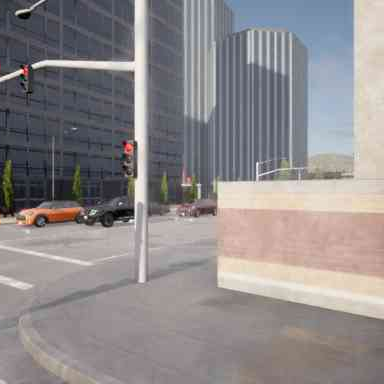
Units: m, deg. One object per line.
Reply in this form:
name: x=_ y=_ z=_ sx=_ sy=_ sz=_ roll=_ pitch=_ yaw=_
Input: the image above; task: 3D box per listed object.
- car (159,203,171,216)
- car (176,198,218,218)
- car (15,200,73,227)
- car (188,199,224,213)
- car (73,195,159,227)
car: x=-4.231 y=1.603 z=30.910 sx=2.033 sy=1.411 sz=5.357 roll=0 pitch=0 yaw=36
car: x=0.528 y=1.407 z=31.530 sx=2.097 sy=1.767 sz=4.553 roll=0 pitch=0 yaw=36
car: x=-9.758 y=1.407 z=23.216 sx=2.097 sy=1.767 sz=4.553 roll=0 pitch=0 yaw=36
car: x=1.696 y=1.560 z=39.139 sx=1.837 sy=1.490 sz=4.892 roll=0 pitch=0 yaw=36
car: x=-5.203 y=1.277 z=23.562 sx=2.150 sy=2.045 sz=5.566 roll=0 pitch=0 yaw=36
